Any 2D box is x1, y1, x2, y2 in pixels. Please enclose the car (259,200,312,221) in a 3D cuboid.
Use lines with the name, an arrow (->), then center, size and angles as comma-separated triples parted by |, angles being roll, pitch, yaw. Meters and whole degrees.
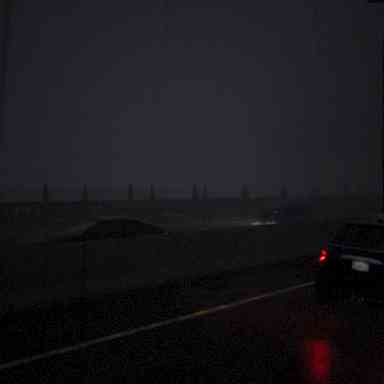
car -> 7.466, 1.388, 26.520 | 5.008, 1.535, 1.882 | 0, 0, -36

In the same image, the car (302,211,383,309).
car -> 4.700, 1.319, 7.096 | 4.553, 1.767, 2.097 | 0, 0, -35

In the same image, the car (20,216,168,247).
car -> -2.862, 1.511, 10.531 | 4.674, 1.442, 1.812 | 0, 0, -36
